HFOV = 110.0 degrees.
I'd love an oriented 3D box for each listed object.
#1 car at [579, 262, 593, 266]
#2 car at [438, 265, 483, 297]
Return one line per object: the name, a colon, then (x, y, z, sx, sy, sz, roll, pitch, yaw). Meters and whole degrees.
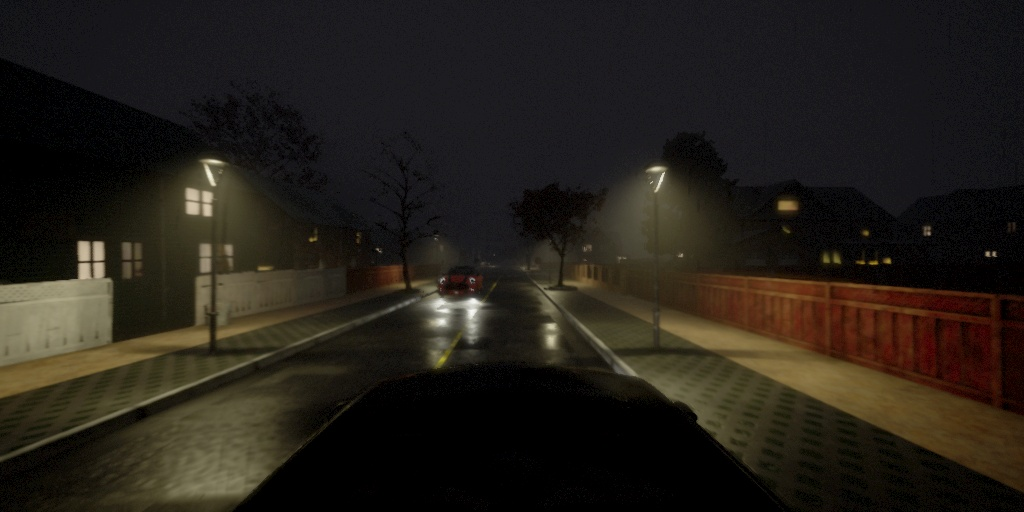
car: (11.415, 1.643, 50.989, 4.902, 1.511, 2.128, -1, 1, 0)
car: (-2.848, 1.326, 20.666, 2.097, 1.767, 4.553, 0, -1, 0)
